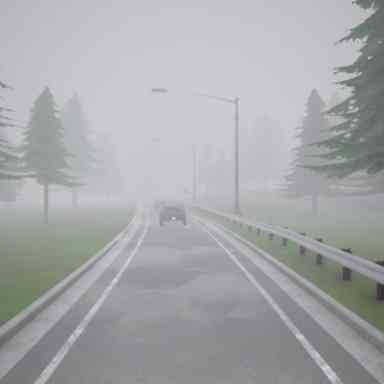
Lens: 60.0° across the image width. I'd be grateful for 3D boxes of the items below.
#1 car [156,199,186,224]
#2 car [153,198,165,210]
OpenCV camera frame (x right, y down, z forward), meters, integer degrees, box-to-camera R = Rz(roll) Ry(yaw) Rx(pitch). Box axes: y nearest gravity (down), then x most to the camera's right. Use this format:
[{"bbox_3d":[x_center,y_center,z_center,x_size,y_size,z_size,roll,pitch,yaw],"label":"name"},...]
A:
[{"bbox_3d":[-1.491,1.497,24.519,1.837,1.490,4.892,0,0,-6],"label":"car"},{"bbox_3d":[-4.026,1.515,43.239,1.812,1.442,4.674,0,0,-9],"label":"car"}]
